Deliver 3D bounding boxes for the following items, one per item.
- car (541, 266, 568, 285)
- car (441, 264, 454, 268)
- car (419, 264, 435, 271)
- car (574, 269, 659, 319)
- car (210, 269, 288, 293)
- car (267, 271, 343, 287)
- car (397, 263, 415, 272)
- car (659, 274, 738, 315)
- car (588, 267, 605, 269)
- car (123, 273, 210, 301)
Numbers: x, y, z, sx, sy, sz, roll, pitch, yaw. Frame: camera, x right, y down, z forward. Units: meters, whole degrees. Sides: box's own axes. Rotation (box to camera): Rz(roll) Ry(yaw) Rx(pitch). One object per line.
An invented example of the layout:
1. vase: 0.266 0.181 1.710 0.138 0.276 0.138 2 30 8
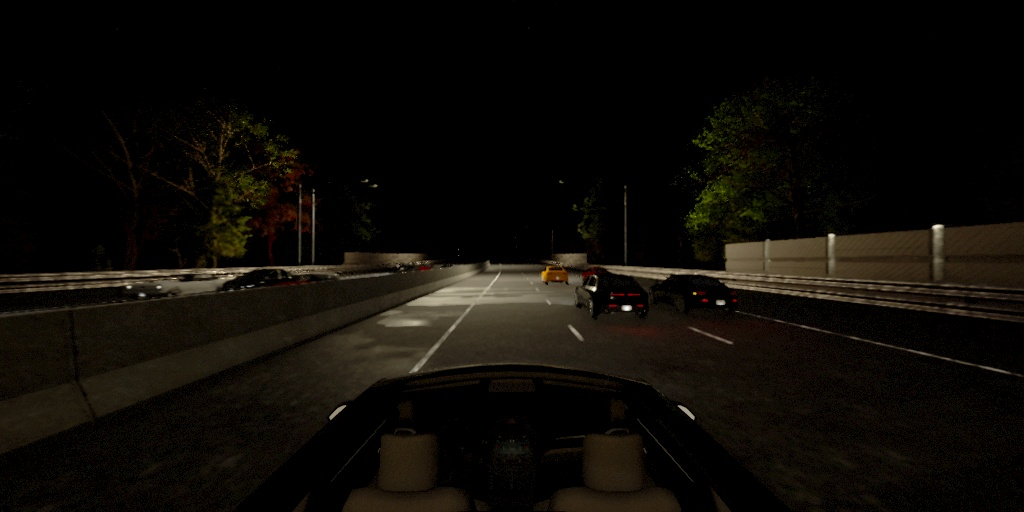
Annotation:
1. car: 3.596 1.613 30.685 1.882 1.535 5.008 0 -1 0
2. car: -10.812 2.029 60.631 1.994 1.385 4.181 0 0 0
3. car: -14.300 2.065 60.495 1.895 1.301 4.718 0 0 0
4. car: 3.599 1.415 13.650 1.837 1.490 4.892 0 -1 0
5. car: -14.099 1.505 20.435 1.837 1.490 4.892 0 -1 0
6. car: -10.599 1.587 19.411 1.895 1.301 4.718 0 -1 0
7. car: -17.803 1.957 60.414 2.128 1.511 4.902 0 0 0
8. car: 7.100 1.447 14.496 1.812 1.442 4.674 0 -1 0
9. car: 7.097 1.655 30.161 1.812 1.442 4.674 0 -1 0
10. car: -17.601 1.586 19.285 1.895 1.301 4.718 0 -1 0
